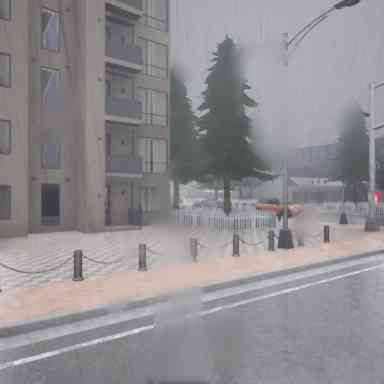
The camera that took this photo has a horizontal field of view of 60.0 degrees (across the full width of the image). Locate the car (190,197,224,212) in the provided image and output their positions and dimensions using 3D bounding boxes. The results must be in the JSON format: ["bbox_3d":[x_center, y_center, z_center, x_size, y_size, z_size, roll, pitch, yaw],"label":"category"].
[{"bbox_3d":[1.823,1.579,37.593,1.994,1.385,4.181,0,0,-37],"label":"car"}]

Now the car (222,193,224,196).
[{"bbox_3d":[7.454,1.092,94.739,1.905,1.878,3.866,0,0,-37],"label":"car"}]

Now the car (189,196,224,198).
[{"bbox_3d":[2.247,1.563,43.131,2.033,1.411,5.357,0,0,-37],"label":"car"}]

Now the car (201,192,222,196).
[{"bbox_3d":[5.368,1.113,92.674,1.932,1.855,4.605,0,0,-37],"label":"car"}]

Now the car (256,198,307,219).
[{"bbox_3d":[7.869,1.367,29.606,2.097,1.767,4.553,0,0,-37],"label":"car"}]
